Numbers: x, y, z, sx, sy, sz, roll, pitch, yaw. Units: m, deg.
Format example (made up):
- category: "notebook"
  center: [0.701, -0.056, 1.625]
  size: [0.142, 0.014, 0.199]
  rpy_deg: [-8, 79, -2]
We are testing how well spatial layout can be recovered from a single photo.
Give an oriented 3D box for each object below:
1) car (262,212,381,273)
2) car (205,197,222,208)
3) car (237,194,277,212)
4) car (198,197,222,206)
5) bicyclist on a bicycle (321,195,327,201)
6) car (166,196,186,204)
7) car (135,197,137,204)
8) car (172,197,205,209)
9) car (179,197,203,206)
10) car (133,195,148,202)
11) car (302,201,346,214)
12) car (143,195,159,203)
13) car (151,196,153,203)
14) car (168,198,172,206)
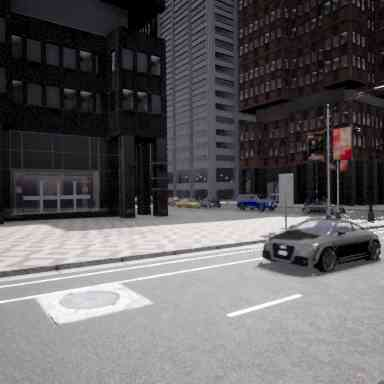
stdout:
- category: "car"
  center: [4.220, 1.559, 10.690]
  size: [4.181, 1.385, 1.994]
  rpy_deg: [0, 0, -36]
- category: "car"
  center: [2.497, 1.695, 49.641]
  size: [1.994, 1.385, 4.181]
  rpy_deg: [-1, 0, -35]
- category: "car"
  center: [8.052, 1.318, 41.846]
  size: [2.150, 2.045, 5.566]
  rpy_deg: [-1, 0, -36]
- category: "car"
  center: [3.117, 1.615, 58.837]
  size: [1.887, 1.381, 4.507]
  rpy_deg: [-1, 1, -36]
- category: "bicyclist on a bicycle"
  center: [17.394, 1.254, 43.789]
  size: [1.656, 1.620, 0.582]
  rpy_deg: [-1, 1, -36]
- category: "car"
  center: [-3.290, 1.639, 67.803]
  size: [1.752, 1.417, 4.829]
  rpy_deg: [-1, 1, -36]
- category: "car"
  center: [-10.131, 1.821, 62.717]
  size: [1.802, 1.307, 4.206]
  rpy_deg: [-1, 1, -36]
- category: "car"
  center: [-0.569, 1.702, 49.333]
  size: [1.752, 1.417, 4.829]
  rpy_deg: [-1, 1, -36]
- category: "car"
  center: [-0.207, 1.621, 58.915]
  size: [1.837, 1.490, 4.892]
  rpy_deg: [-1, 0, -36]
- category: "car"
  center: [-12.654, 1.621, 80.906]
  size: [1.967, 1.590, 4.097]
  rpy_deg: [-1, 1, -36]
- category: "car"
  center: [13.511, 1.628, 34.221]
  size: [1.994, 1.385, 4.181]
  rpy_deg: [-1, 0, -36]
- category: "car"
  center: [-9.500, 1.598, 76.492]
  size: [1.967, 1.590, 4.097]
  rpy_deg: [-1, 1, -36]
- category: "car"
  center: [-7.801, 1.717, 69.527]
  size: [2.033, 1.411, 5.357]
  rpy_deg: [-1, 0, -36]
- category: "car"
  center: [-3.298, 1.732, 57.815]
  size: [1.994, 1.385, 4.181]
  rpy_deg: [-1, 0, -35]
